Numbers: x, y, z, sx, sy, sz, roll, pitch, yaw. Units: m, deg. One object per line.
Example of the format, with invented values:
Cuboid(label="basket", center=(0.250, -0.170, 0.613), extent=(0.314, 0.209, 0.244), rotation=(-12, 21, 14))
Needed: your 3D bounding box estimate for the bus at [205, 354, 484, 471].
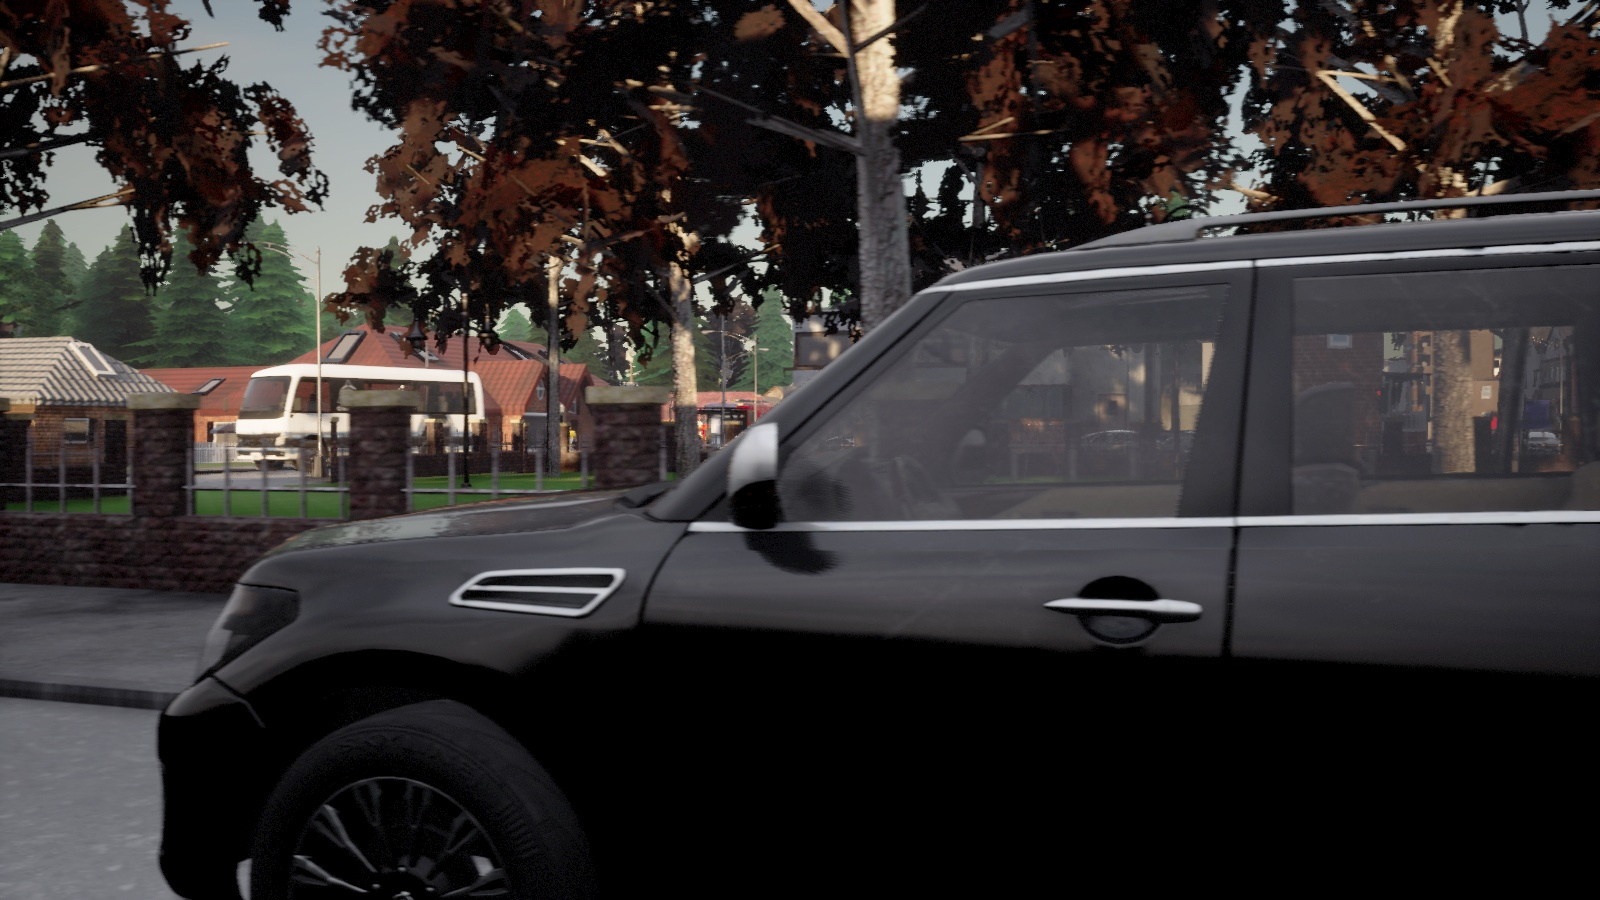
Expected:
Cuboid(label="bus", center=(-18.224, -1.438, 51.173), extent=(3.944, 4.253, 10.273), rotation=(1, 1, 35))

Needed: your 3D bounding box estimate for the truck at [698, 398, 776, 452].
Cuboid(label="truck", center=(-4.594, -1.857, 93.741), extent=(2.891, 3.827, 8.468), rotation=(1, 1, 19))

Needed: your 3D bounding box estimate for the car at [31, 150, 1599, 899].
Cuboid(label="car", center=(0.998, 0.495, 3.384), extent=(5.566, 2.045, 2.150), rotation=(1, 1, 18))
